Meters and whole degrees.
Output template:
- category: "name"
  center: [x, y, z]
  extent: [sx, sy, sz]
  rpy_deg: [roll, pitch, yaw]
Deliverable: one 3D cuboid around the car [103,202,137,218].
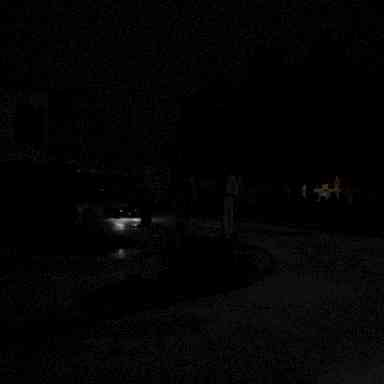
- category: "car"
  center: [-6.910, 1.657, 31.602]
  extent: [1.812, 1.442, 4.674]
  rpy_deg: [1, 0, -35]
